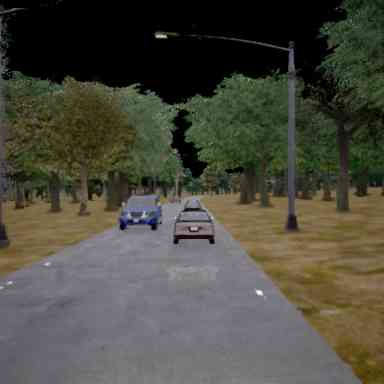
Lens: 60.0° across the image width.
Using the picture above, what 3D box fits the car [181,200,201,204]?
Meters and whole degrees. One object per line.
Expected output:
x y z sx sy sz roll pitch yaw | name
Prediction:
0.109 1.572 38.664 1.994 1.385 4.181 0 0 0 | car

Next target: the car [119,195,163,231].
-3.091 1.219 21.151 2.150 2.045 5.566 0 0 0 | car

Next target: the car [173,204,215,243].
0.090 1.544 16.093 2.033 1.411 5.357 0 0 0 | car

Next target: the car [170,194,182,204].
-2.984 1.202 63.146 2.097 1.767 4.553 0 0 0 | car
